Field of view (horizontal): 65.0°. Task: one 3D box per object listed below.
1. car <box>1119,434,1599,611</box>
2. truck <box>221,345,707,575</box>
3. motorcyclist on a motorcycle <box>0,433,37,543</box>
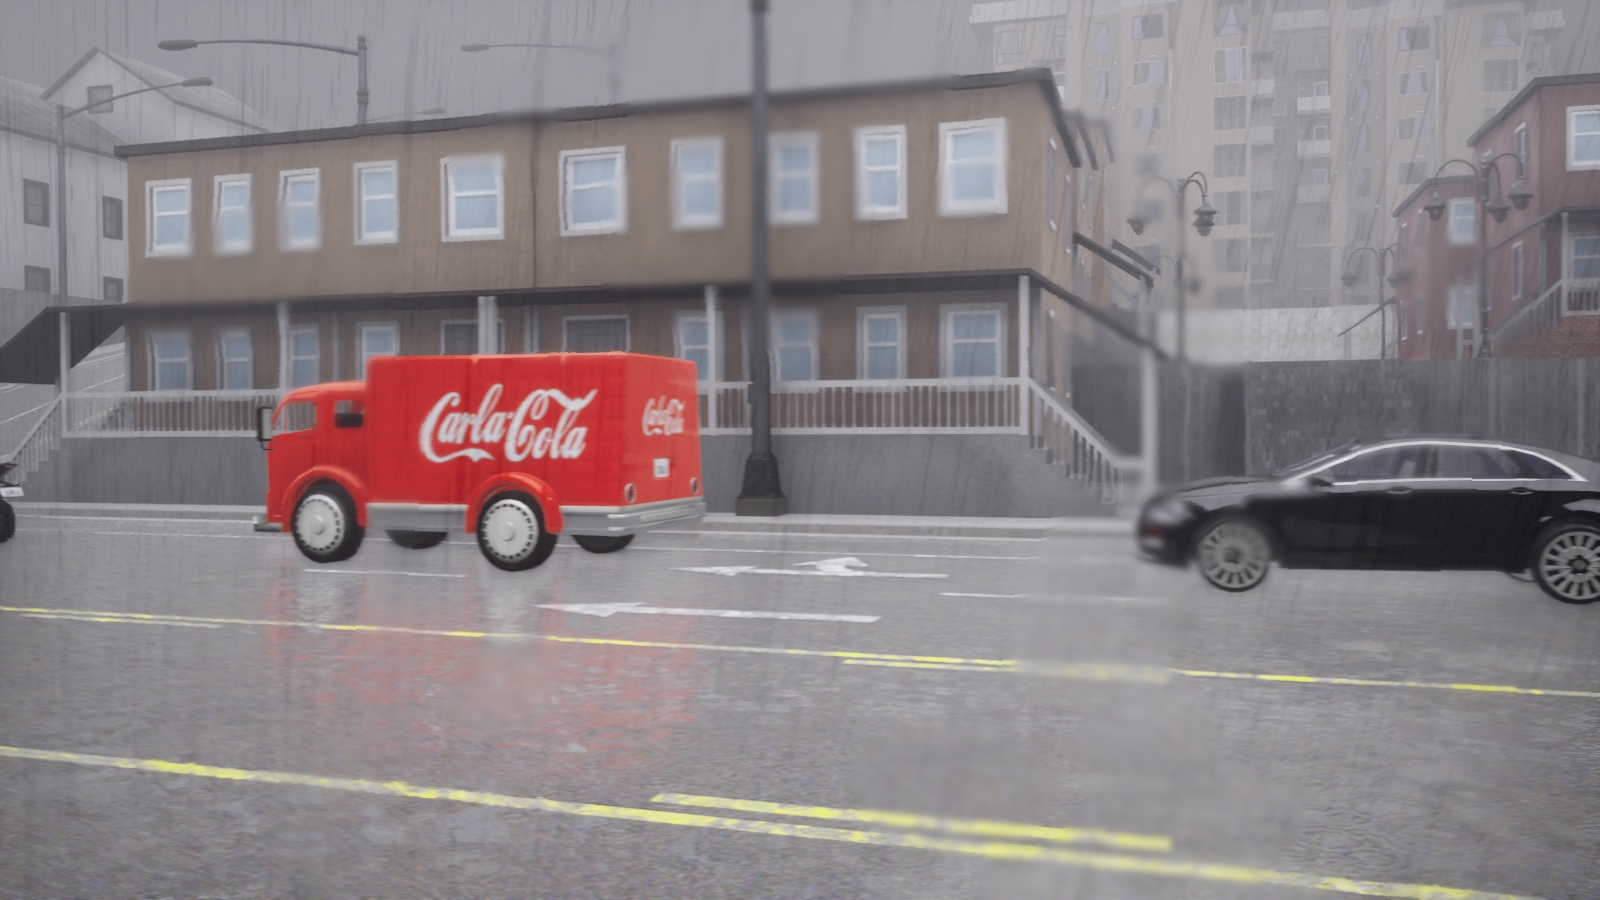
[{"bbox_3d":[5.740,0.608,12.345,4.902,1.511,2.128,1,1,18],"label":"car"},{"bbox_3d":[-4.071,0.075,15.528,5.204,2.467,2.627,0,1,18],"label":"truck"},{"bbox_3d":[-12.234,0.525,18.153,2.191,1.530,0.866,1,1,19],"label":"motorcyclist on a motorcycle"}]
